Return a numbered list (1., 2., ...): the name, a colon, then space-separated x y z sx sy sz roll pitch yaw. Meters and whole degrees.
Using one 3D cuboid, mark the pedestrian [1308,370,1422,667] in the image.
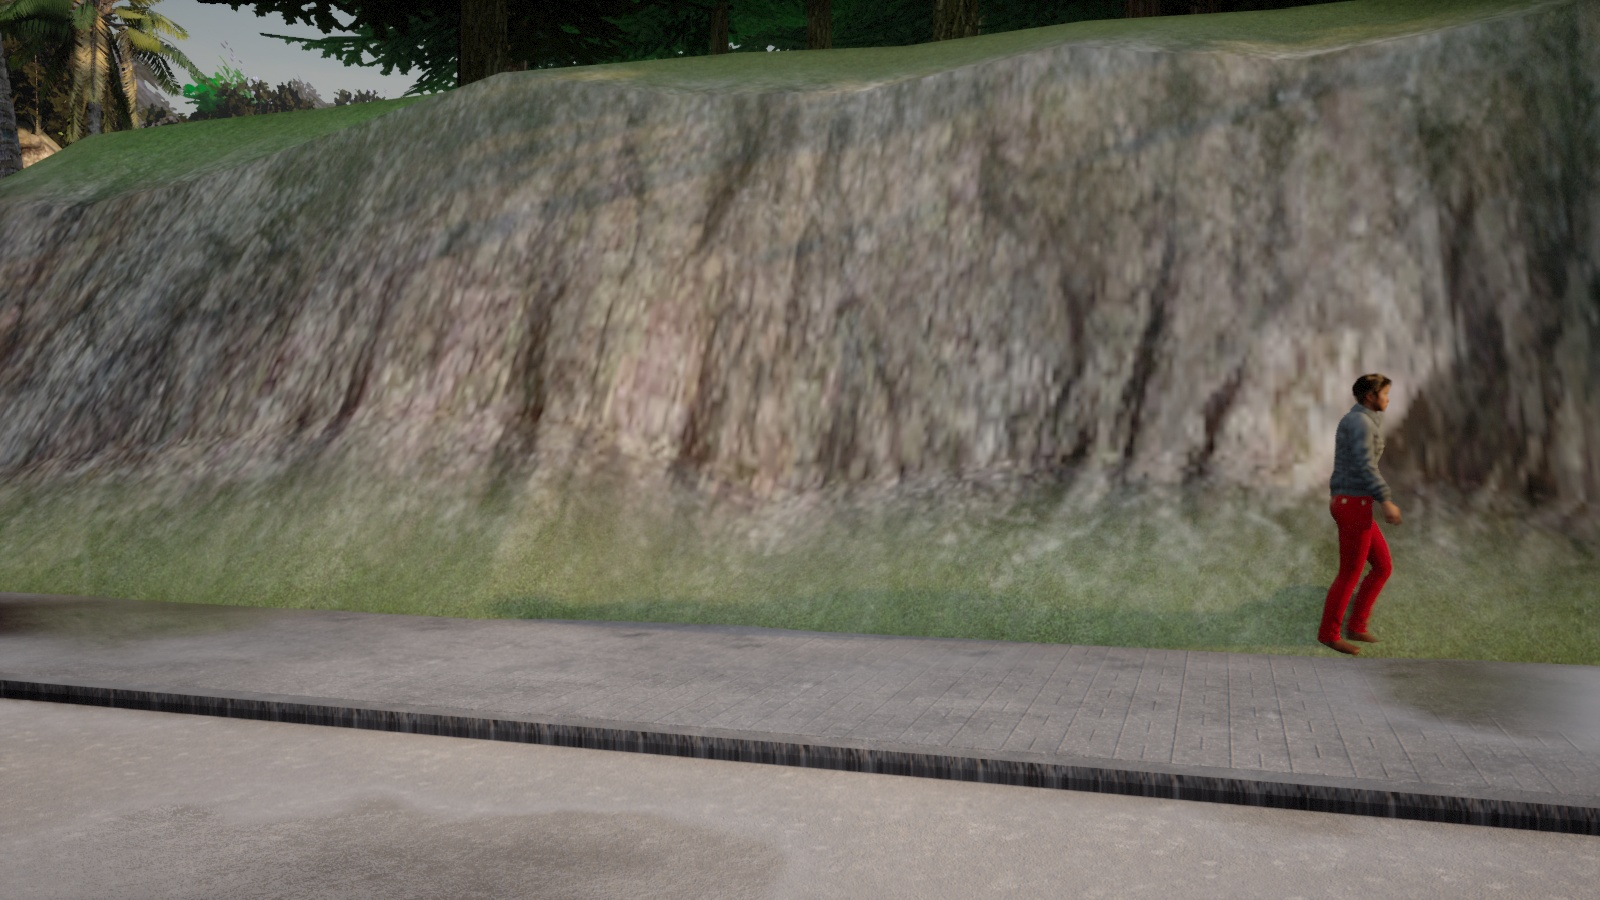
1. pedestrian: 3.617 0.421 8.066 0.614 1.847 0.353 1 1 19
